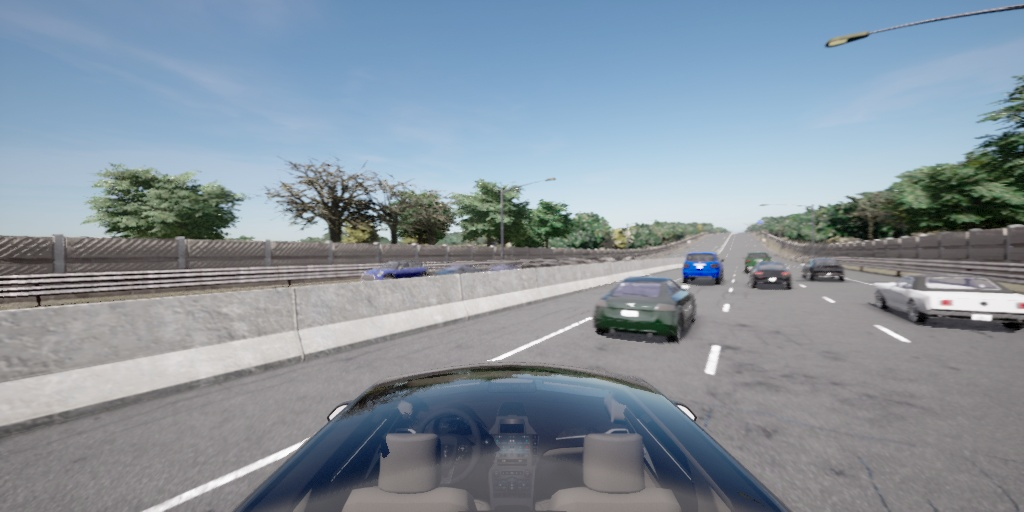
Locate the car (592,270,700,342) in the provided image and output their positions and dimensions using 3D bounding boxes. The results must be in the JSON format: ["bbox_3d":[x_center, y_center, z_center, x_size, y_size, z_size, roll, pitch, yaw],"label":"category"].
[{"bbox_3d":[3.714,1.238,9.727,1.994,1.385,4.181,-1,0,32],"label":"car"}]

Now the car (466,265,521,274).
[{"bbox_3d":[-0.605,1.244,22.758,1.994,1.385,4.181,-1,0,33],"label":"car"}]

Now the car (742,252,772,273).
[{"bbox_3d":[24.196,0.622,35.401,2.150,2.045,5.566,-1,0,32],"label":"car"}]

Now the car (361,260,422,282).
[{"bbox_3d":[-7.887,1.104,24.389,2.097,1.767,4.553,-1,0,33],"label":"car"}]

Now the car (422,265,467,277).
[{"bbox_3d":[-3.697,1.272,24.422,1.994,1.385,4.181,-1,0,33],"label":"car"}]

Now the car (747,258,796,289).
[{"bbox_3d":[14.905,1.044,20.784,1.812,1.442,4.674,-1,0,32],"label":"car"}]

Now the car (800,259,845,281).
[{"bbox_3d":[22.122,0.937,25.618,1.837,1.490,4.892,-1,0,32],"label":"car"}]

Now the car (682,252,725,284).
[{"bbox_3d":[12.934,0.752,24.223,2.150,2.045,5.566,-1,0,32],"label":"car"}]

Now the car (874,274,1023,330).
[{"bbox_3d":[12.510,1.175,10.511,1.895,1.301,4.718,-1,0,32],"label":"car"}]
